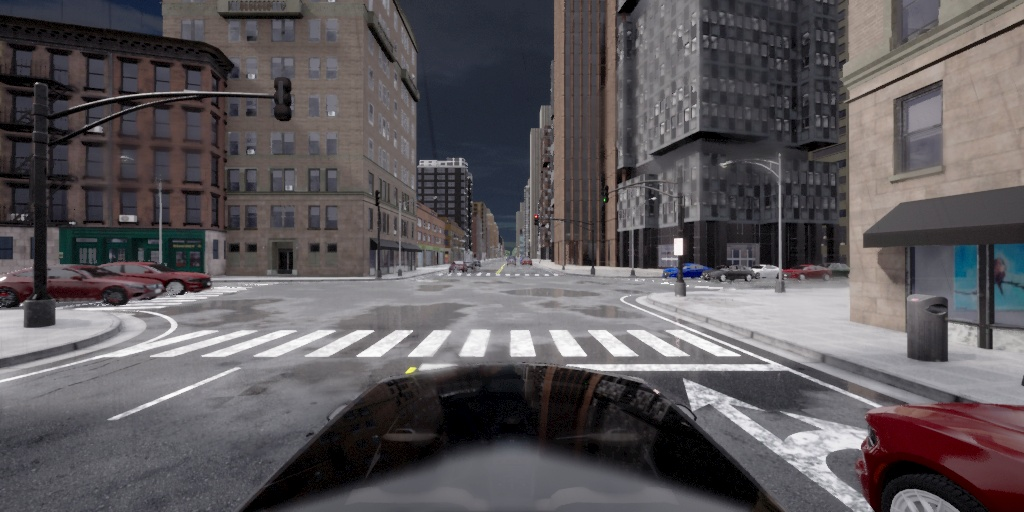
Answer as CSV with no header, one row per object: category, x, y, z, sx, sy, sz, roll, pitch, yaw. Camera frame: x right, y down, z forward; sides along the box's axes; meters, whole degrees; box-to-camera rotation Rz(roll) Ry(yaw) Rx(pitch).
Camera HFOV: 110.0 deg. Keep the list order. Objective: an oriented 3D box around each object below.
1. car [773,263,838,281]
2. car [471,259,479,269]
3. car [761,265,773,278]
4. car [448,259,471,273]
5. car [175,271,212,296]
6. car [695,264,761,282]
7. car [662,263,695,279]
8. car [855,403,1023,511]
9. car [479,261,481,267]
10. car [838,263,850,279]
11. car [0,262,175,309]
car,28.334,1.593,34.618,5.008,1.535,1.882,1,0,-15
car,-6.676,1.252,54.688,2.128,1.511,4.902,0,0,0
car,26.014,1.639,37.360,4.674,1.442,1.812,1,0,-15
car,-6.666,1.284,44.727,1.812,1.442,4.674,0,0,0
car,-16.836,1.026,16.304,5.008,1.535,1.882,1,0,-19
car,19.283,1.514,32.048,4.892,1.490,1.837,1,0,-17
car,17.031,1.487,34.791,5.008,1.535,1.882,1,0,-16
car,3.352,1.228,0.423,1.882,1.535,5.008,0,0,0
car,-6.665,1.325,64.650,1.994,1.385,4.181,0,0,0
car,35.023,1.570,39.641,4.553,1.767,2.097,1,0,-13
car,-15.828,1.059,13.081,4.674,1.442,1.812,1,0,-17
